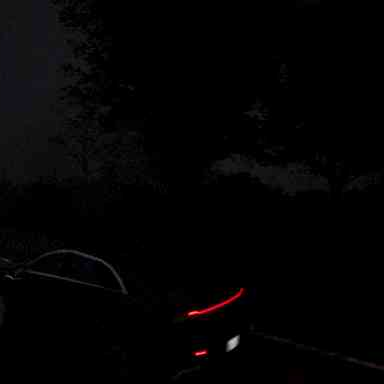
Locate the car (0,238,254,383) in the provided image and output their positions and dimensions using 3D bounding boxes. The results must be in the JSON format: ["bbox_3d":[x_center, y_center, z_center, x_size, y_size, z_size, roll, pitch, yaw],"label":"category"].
[{"bbox_3d":[-1.453,1.500,5.252,4.902,1.511,2.128,0,0,37],"label":"car"}]
